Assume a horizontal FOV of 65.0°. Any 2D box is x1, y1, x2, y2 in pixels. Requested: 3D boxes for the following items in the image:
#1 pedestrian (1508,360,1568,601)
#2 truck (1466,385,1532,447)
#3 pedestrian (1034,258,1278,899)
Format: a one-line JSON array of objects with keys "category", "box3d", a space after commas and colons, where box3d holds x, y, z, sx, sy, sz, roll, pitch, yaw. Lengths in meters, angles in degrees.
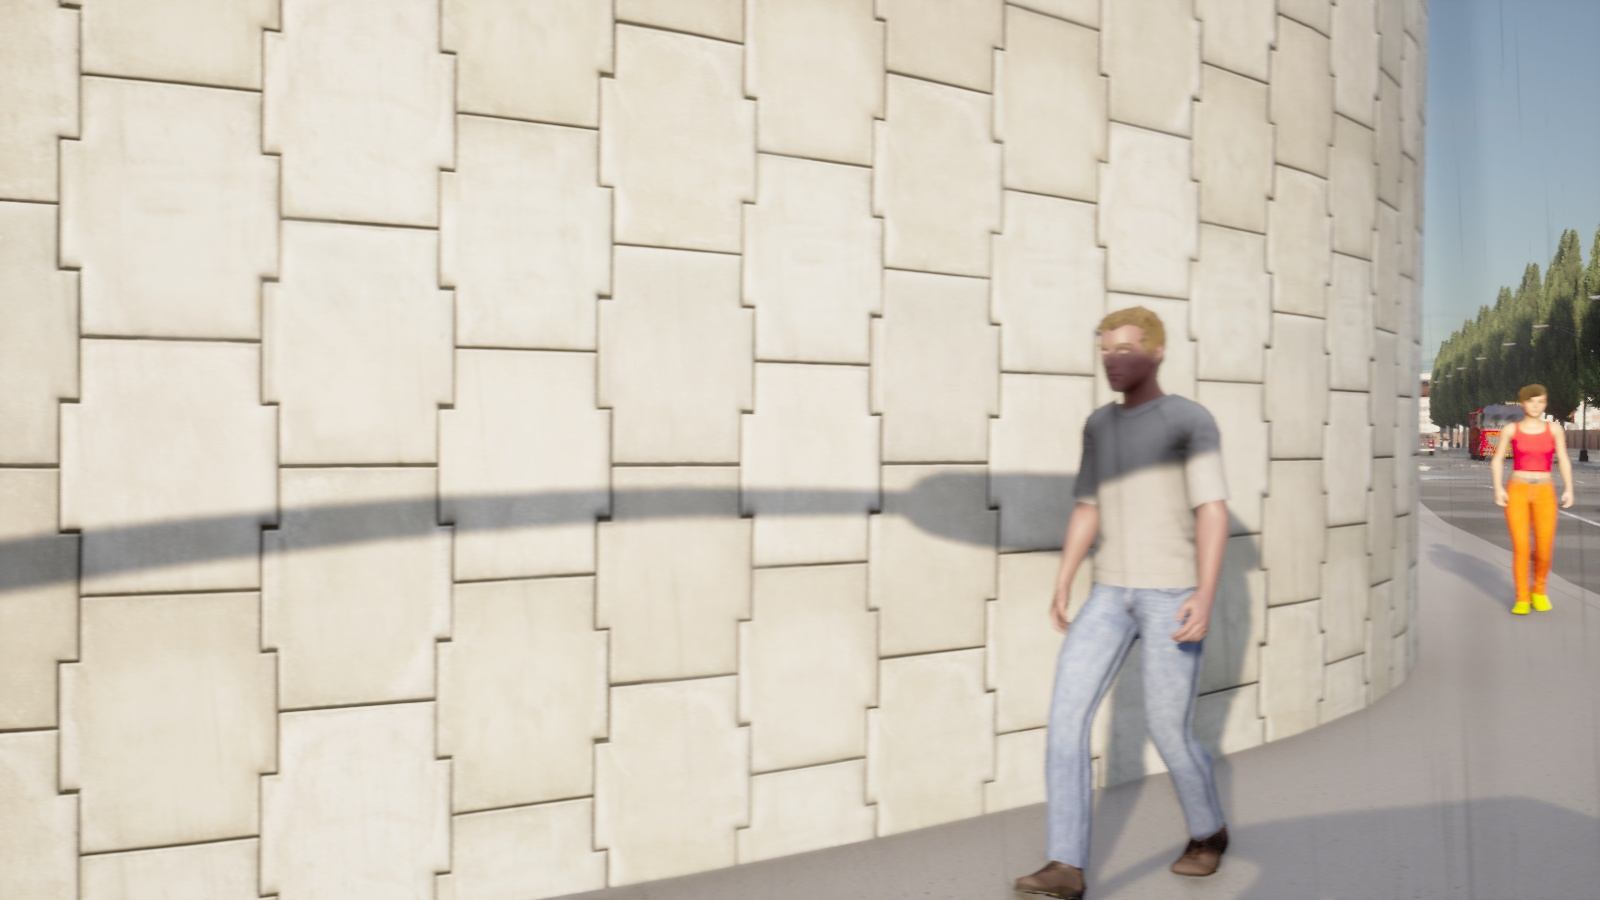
[{"category": "pedestrian", "box3d": [5.822, 0.231, 9.917, 0.345, 1.836, 0.594, 0, 1, 24]}, {"category": "truck", "box3d": [45.545, -2.177, 81.993, 2.891, 3.827, 8.468, 0, 1, 23]}, {"category": "pedestrian", "box3d": [1.097, 0.380, 3.835, 0.706, 1.836, 0.354, -1, 1, -38]}]
